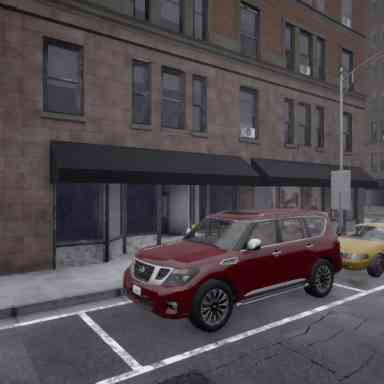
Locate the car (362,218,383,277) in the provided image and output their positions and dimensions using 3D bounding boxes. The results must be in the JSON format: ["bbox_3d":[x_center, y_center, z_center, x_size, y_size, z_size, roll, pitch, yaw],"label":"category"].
[{"bbox_3d":[5.612,1.525,10.200,4.829,1.417,1.752,0,0,-35],"label":"car"}]

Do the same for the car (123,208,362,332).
[{"bbox_3d":[1.127,1.315,7.003,5.009,1.841,2.192,0,0,-35],"label":"car"}]
